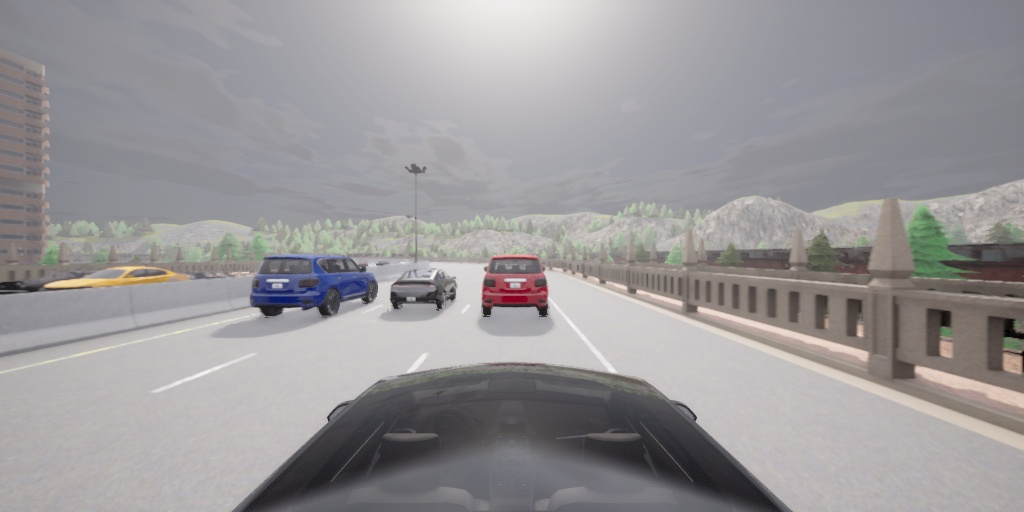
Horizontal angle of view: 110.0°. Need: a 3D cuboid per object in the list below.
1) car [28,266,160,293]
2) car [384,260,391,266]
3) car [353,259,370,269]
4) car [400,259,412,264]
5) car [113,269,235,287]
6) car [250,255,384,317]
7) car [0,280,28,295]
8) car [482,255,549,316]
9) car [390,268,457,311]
[{"bbox_3d":[-17.602,1.228,16.297,1.882,1.535,5.008,0,0,0],"label":"car"},{"bbox_3d":[-20.766,1.351,58.202,1.895,1.301,4.718,0,0,-14],"label":"car"},{"bbox_3d":[-24.421,1.227,58.212,1.882,1.535,5.008,0,0,-15],"label":"car"},{"bbox_3d":[-17.296,1.275,58.693,1.812,1.442,4.674,0,0,-14],"label":"car"},{"bbox_3d":[-14.101,1.351,15.976,1.895,1.301,4.718,0,0,0],"label":"car"},{"bbox_3d":[-6.903,0.972,13.230,2.150,2.045,5.566,0,0,0],"label":"car"},{"bbox_3d":[-21.103,1.352,17.076,1.895,1.301,4.718,0,0,0],"label":"car"},{"bbox_3d":[0.098,0.971,13.410,2.150,2.045,5.566,0,0,0],"label":"car"},{"bbox_3d":[-3.401,1.241,14.519,2.128,1.511,4.902,0,0,0],"label":"car"}]
